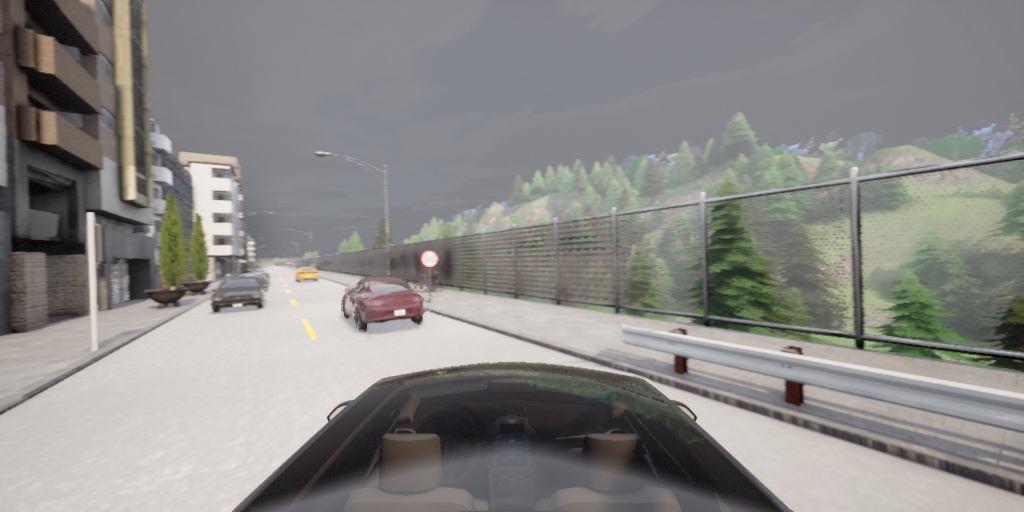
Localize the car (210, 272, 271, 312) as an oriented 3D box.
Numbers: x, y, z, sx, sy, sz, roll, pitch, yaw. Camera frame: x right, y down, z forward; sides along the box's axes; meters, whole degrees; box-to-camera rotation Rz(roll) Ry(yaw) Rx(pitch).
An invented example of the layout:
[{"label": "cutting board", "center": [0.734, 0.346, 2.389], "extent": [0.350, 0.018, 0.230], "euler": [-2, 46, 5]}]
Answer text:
[{"label": "car", "center": [-12.954, 1.715, 17.205], "extent": [2.033, 1.411, 5.357], "euler": [-2, 0, -34]}]

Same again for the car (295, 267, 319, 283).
[{"label": "car", "center": [-21.658, 1.919, 37.843], "extent": [1.882, 1.535, 5.008], "euler": [-2, 0, -33]}]

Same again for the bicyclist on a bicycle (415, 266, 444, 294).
[{"label": "bicyclist on a bicycle", "center": [-4.517, 1.236, 19.661], "extent": [1.656, 1.620, 0.582], "euler": [-2, 0, -34]}]

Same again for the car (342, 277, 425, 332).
[{"label": "car", "center": [-4.280, 1.410, 11.659], "extent": [1.812, 1.442, 4.674], "euler": [-2, 0, -33]}]

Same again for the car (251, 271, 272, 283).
[{"label": "car", "center": [-18.251, 1.938, 25.214], "extent": [1.895, 1.301, 4.718], "euler": [-2, 0, -33]}]
